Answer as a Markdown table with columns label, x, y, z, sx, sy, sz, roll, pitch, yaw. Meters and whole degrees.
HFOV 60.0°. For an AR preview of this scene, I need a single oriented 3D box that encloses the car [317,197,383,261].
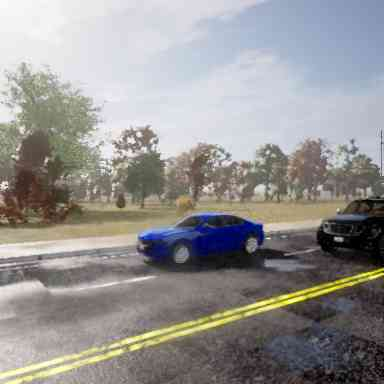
| label | x | y | z | sx | sy | sz | roll | pitch | yaw |
| --- | --- | --- | --- | --- | --- | --- | --- | --- | --- |
| car | 7.145 | 1.240 | 12.757 | 5.566 | 2.045 | 2.150 | 0 | 0 | -36 |

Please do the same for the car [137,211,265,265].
| label | x | y | z | sx | sy | sz | roll | pitch | yaw |
| --- | --- | --- | --- | --- | --- | --- | --- | --- | --- |
| car | 0.448 | 1.488 | 11.983 | 5.008 | 1.535 | 1.882 | 0 | 0 | -35 |
